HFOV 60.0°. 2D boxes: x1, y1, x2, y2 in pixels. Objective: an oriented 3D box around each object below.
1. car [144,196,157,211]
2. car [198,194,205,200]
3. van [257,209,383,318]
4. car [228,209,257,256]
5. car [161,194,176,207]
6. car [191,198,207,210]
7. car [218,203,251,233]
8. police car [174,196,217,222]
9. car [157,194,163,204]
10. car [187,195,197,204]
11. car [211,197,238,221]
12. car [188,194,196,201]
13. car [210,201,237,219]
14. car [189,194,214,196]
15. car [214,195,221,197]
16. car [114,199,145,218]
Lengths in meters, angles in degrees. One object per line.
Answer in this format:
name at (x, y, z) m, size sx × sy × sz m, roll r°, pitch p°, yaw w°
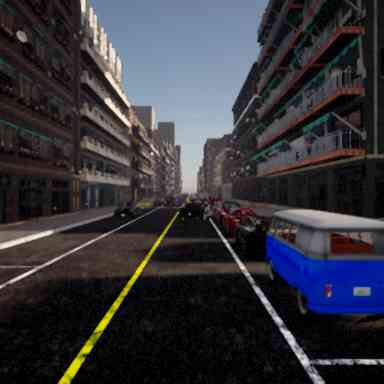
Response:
car at (-5.695, 1.468, 40.763) m, size 1.752 × 1.417 × 4.829 m, roll 0°, pitch 0°, yaw 0°
car at (2.678, 1.379, 91.828) m, size 1.752 × 1.417 × 4.829 m, roll 0°, pitch 0°, yaw 0°
van at (2.691, 1.333, 7.112) m, size 1.690 × 1.788 × 3.998 m, roll 0°, pitch 0°, yaw 0°
car at (2.689, 1.550, 12.749) m, size 1.947 × 1.339 × 4.313 m, roll 0°, pitch 0°, yaw 0°
car at (-3.089, 1.432, 50.101) m, size 1.837 × 1.490 × 4.892 m, roll 0°, pitch 0°, yaw 0°
car at (0.817, 1.467, 42.147) m, size 1.812 × 1.442 × 4.674 m, roll 0°, pitch 0°, yaw 0°
car at (2.689, 1.521, 18.385) m, size 1.887 × 1.381 × 4.507 m, roll 0°, pitch 0°, yaw 0°
police car at (0.384, 1.387, 26.492) m, size 1.930 × 1.638 × 5.238 m, roll -1°, pitch 0°, yaw 13°
car at (-5.698, 1.354, 57.843) m, size 1.967 × 1.590 × 4.097 m, roll 0°, pitch 0°, yaw 0°
car at (-0.009, 1.384, 62.533) m, size 1.882 × 1.535 × 5.008 m, roll 0°, pitch 0°, yaw 0°
car at (2.688, 1.409, 24.022) m, size 1.967 × 1.590 × 4.097 m, roll 0°, pitch 0°, yaw 0°
car at (-0.012, 1.230, 77.532) m, size 1.882 × 1.535 × 5.008 m, roll 0°, pitch 0°, yaw 0°
car at (2.687, 1.511, 29.657) m, size 2.008 × 1.369 × 4.403 m, roll 0°, pitch 0°, yaw 0°
car at (0.894, 1.302, 36.125) m, size 2.097 × 1.767 × 4.553 m, roll 0°, pitch 0°, yaw 0°
car at (2.687, 1.258, 40.930) m, size 2.192 × 1.841 × 5.009 m, roll 0°, pitch 0°, yaw 0°
car at (-5.694, 1.526, 29.659) m, size 1.947 × 1.339 × 4.313 m, roll 0°, pitch 0°, yaw 0°
